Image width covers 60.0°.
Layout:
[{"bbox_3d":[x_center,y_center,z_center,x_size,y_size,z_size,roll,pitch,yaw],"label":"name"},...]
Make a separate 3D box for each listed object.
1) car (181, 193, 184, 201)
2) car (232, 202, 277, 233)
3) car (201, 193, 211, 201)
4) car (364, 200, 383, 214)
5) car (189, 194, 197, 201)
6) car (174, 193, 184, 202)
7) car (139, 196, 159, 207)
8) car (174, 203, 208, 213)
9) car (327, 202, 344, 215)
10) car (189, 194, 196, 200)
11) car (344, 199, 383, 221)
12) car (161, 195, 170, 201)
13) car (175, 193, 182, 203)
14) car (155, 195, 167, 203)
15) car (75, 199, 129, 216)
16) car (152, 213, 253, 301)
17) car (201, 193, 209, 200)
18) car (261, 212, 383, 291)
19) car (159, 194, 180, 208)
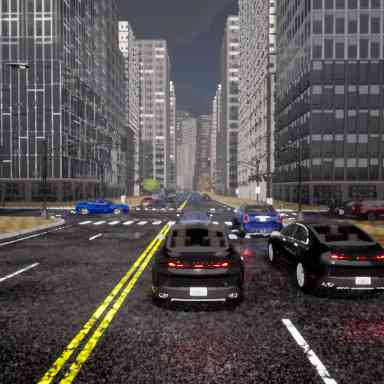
[{"bbox_3d":[-3.096,1.469,67.452,1.812,1.442,4.674,0,0,1],"label":"car"},{"bbox_3d":[3.396,1.342,18.051,2.097,1.767,4.553,0,0,0],"label":"car"},{"bbox_3d":[3.460,1.396,79.350,1.882,1.535,5.008,0,0,0],"label":"car"},{"bbox_3d":[21.906,1.643,36.800,4.829,1.417,1.752,1,0,1],"label":"car"},{"bbox_3d":[0.210,1.396,79.361,1.882,1.535,5.008,0,0,0],"label":"car"},{"bbox_3d":[-3.045,1.154,77.904,2.150,2.045,5.566,0,0,0],"label":"car"},{"bbox_3d":[-6.459,1.491,49.065,1.812,1.442,4.674,0,0,2],"label":"car"},{"bbox_3d":[0.147,1.538,17.816,2.033,1.411,5.357,0,0,0],"label":"car"},{"bbox_3d":[16.517,1.617,34.309,4.892,1.490,1.837,1,1,1],"label":"car"},{"bbox_3d":[0.237,1.220,89.779,1.882,1.535,5.008,0,0,0],"label":"car"},{"bbox_3d":[16.276,1.519,28.529,5.009,1.841,2.192,1,0,1],"label":"car"},{"bbox_3d":[-6.293,1.452,78.776,1.812,1.442,4.674,0,0,0],"label":"car"},{"bbox_3d":[-3.182,1.460,57.631,1.837,1.490,4.892,0,0,0],"label":"car"},{"bbox_3d":[-6.330,1.419,68.544,1.882,1.535,5.008,0,0,0],"label":"car"},{"bbox_3d":[-8.466,1.420,31.557,5.008,1.535,1.882,0,1,1],"label":"car"},{"bbox_3d":[0.120,1.501,8.261,1.837,1.490,4.892,0,0,0],"label":"car"},{"bbox_3d":[3.487,1.097,89.739,2.097,1.767,4.553,0,0,0],"label":"car"},{"bbox_3d":[3.374,1.500,8.968,1.837,1.490,4.892,0,0,0],"label":"car"},{"bbox_3d":[-3.213,1.471,48.292,1.837,1.490,4.892,0,0,0],"label":"car"}]
